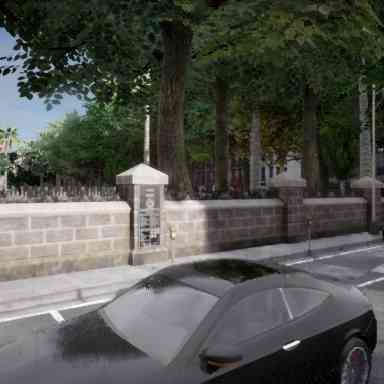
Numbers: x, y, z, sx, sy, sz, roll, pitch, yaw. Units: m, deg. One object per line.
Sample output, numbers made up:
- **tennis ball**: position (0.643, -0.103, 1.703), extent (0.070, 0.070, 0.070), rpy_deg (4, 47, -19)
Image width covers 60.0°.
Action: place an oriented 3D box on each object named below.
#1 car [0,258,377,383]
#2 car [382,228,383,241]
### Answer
- **car**: position (0.156, 1.526, 3.490), extent (4.674, 1.442, 1.812), rpy_deg (0, 0, -36)
- **car**: position (9.781, 1.314, 13.519), extent (5.009, 1.841, 2.192), rpy_deg (0, 0, -36)
